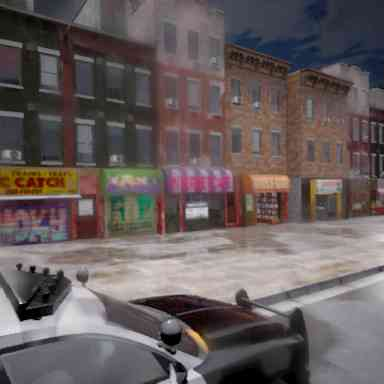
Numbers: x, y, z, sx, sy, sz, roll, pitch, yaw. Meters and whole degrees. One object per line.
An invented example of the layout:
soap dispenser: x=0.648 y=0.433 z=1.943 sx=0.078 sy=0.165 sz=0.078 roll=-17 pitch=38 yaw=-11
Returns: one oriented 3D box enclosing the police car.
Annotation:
police car: x=-1.086 y=1.425 z=2.506 sx=5.238 sy=1.638 sz=1.930 roll=0 pitch=0 yaw=-35
